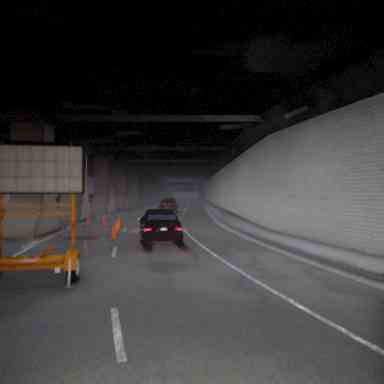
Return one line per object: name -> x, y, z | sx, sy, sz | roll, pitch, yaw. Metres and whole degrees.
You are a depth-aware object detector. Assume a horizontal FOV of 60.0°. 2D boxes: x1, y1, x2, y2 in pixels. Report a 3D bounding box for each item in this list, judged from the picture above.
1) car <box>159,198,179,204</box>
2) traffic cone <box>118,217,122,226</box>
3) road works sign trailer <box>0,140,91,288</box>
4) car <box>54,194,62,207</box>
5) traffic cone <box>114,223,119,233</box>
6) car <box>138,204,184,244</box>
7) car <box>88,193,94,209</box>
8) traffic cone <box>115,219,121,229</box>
car -> -2.492, 1.460, 35.904 | 1.837, 1.490, 4.892 | 0, -1, 0
traffic cone -> -4.498, 1.930, 20.052 | 0.340, 0.580, 0.340 | 0, 0, -10
road works sign trailer -> -4.103, 0.452, 8.957 | 2.380, 3.560, 2.880 | 0, 0, -10
car -> -16.671, 1.165, 43.741 | 2.150, 2.045, 5.566 | 0, 0, 0
traffic cone -> -3.821, 1.935, 16.109 | 0.340, 0.580, 0.340 | 0, 0, -10
car -> -1.513, 1.529, 15.635 | 2.033, 1.411, 5.357 | 0, 0, -9
car -> -13.176, 1.166, 42.913 | 2.150, 2.045, 5.566 | 0, 0, 0
traffic cone -> -4.160, 1.933, 18.080 | 0.340, 0.580, 0.340 | 0, 0, -10
